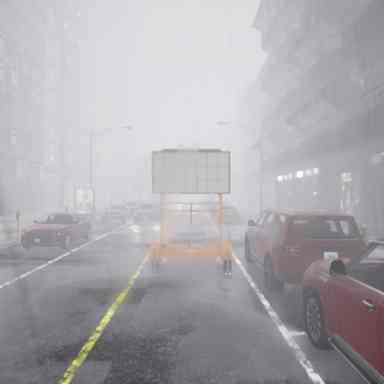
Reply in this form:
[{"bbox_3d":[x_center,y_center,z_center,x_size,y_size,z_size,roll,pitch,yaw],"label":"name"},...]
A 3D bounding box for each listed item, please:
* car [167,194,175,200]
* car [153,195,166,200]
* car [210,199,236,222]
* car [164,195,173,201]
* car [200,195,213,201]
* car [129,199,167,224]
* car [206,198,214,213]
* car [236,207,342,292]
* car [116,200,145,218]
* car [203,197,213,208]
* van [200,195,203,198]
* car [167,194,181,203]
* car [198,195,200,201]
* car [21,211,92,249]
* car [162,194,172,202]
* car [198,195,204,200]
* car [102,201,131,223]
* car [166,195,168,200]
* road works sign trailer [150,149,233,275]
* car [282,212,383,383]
[{"bbox_3d":[-5.865,1.378,93.707,1.967,1.590,4.097,1,0,0],"label":"car"},{"bbox_3d":[-5.787,1.422,54.111,1.967,1.590,4.097,1,0,0],"label":"car"},{"bbox_3d":[2.649,1.525,25.978,1.752,1.417,4.829,1,0,0],"label":"car"},{"bbox_3d":[-5.845,1.535,82.392,1.802,1.307,4.206,1,0,0],"label":"car"},{"bbox_3d":[2.603,1.552,48.435,1.947,1.339,4.313,1,0,0],"label":"car"},{"bbox_3d":[-3.150,1.525,24.780,1.812,1.442,4.674,0,0,0],"label":"car"},{"bbox_3d":[2.637,1.563,31.464,1.947,1.339,4.313,1,0,0],"label":"car"},{"bbox_3d":[2.685,1.316,8.838,2.192,1.841,5.009,1,0,0],"label":"car"},{"bbox_3d":[-5.743,1.542,31.481,1.887,1.381,4.507,1,0,0],"label":"car"},{"bbox_3d":[2.626,1.544,37.121,2.008,1.369,4.403,1,0,0],"label":"car"},{"bbox_3d":[2.595,1.323,54.092,1.690,1.788,3.998,1,0,0],"label":"van"},{"bbox_3d":[-3.171,1.450,64.956,1.882,1.535,5.008,0,0,0],"label":"car"},{"bbox_3d":[2.546,1.542,76.718,1.802,1.307,4.206,1,0,0],"label":"car"},{"bbox_3d":[-5.709,1.546,14.511,1.887,1.381,4.507,1,0,0],"label":"car"},{"bbox_3d":[-5.832,1.400,76.736,1.967,1.590,4.097,1,0,0],"label":"car"},{"bbox_3d":[2.513,1.520,93.688,1.802,1.307,4.206,1,0,0],"label":"car"},{"bbox_3d":[-5.733,1.581,25.825,1.802,1.307,4.206,1,0,0],"label":"car"},{"bbox_3d":[-5.811,1.554,65.424,1.802,1.307,4.206,1,0,0],"label":"car"},{"bbox_3d":[-0.020,0.465,10.397,2.380,3.560,2.880,0,0,0],"label":"road works sign trailer"},{"bbox_3d":[2.697,1.316,3.181,2.192,1.841,5.009,1,0,0],"label":"car"}]
